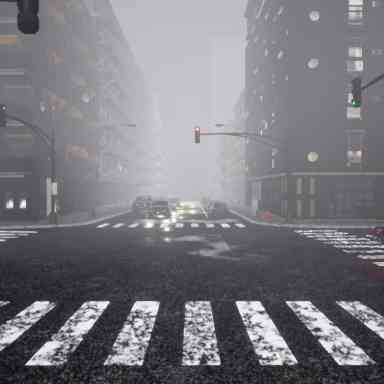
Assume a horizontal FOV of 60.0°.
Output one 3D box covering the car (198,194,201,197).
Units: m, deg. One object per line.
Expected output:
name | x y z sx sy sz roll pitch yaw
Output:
car | 2.569 1.550 75.778 1.802 1.307 4.206 -1 0 0

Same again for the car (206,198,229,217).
car | 2.561 1.572 31.464 1.802 1.307 4.206 -1 0 0

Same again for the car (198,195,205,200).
car | 2.572 1.539 92.395 1.802 1.307 4.206 -1 0 0

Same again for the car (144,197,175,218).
car | -2.836 1.496 30.197 1.837 1.490 4.892 0 0 0

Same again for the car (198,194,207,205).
car | 2.565 1.523 59.160 1.887 1.381 4.507 -1 0 0

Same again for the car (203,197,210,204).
car | 2.561 1.539 37.003 2.008 1.369 4.403 -1 0 0

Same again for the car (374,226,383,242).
car | 9.690 1.605 12.580 4.718 1.301 1.895 0 1 0

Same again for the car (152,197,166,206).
car | -5.315 1.562 53.676 1.802 1.307 4.206 -1 0 0

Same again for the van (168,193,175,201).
van | -5.312 1.302 86.899 1.690 1.788 3.998 -1 0 0

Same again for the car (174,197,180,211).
car | -2.831 1.587 40.297 1.895 1.301 4.718 0 0 0

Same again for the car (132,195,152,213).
car | -5.322 1.303 37.064 2.192 1.841 5.009 -1 0 0

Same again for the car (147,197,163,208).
car | -5.317 1.508 47.968 1.752 1.417 4.829 -1 0 0

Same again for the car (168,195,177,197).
car | -2.764 1.529 50.948 2.033 1.411 5.357 0 0 1

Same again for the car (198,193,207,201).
car | 2.567 1.280 81.317 2.192 1.841 5.009 -1 0 0
